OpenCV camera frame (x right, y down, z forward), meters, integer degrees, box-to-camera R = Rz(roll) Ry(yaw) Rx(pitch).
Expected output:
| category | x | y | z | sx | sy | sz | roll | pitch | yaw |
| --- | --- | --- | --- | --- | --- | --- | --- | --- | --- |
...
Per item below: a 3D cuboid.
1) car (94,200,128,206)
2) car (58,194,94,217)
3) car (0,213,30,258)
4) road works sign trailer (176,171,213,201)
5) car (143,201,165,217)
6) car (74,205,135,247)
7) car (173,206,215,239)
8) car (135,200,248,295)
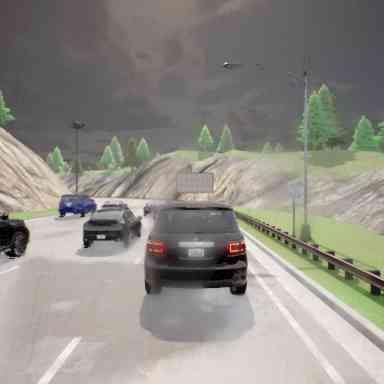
| category | x | y | z | sx | sy | sz | roll | pitch | yaw |
| --- | --- | --- | --- | --- | --- | --- | --- | --- | --- |
| car | -7.049 | 1.493 | 30.535 | 2.128 | 1.511 | 4.902 | 0 | 0 | -2 |
| car | -10.561 | 1.223 | 30.976 | 2.150 | 2.045 | 5.566 | 0 | 0 | -2 |
| car | -6.912 | 1.219 | 9.599 | 2.150 | 2.045 | 5.566 | 0 | 0 | 0 |
| road works sign trailer | 0.186 | 0.464 | 21.583 | 2.380 | 3.560 | 2.880 | 0 | 0 | 0 |
| car | -3.659 | 1.601 | 32.831 | 1.895 | 1.301 | 4.718 | 0 | 0 | -3 |
| car | -3.419 | 1.500 | 14.925 | 1.837 | 1.490 | 4.892 | 0 | -1 | 0 |
| car | 0.092 | 1.559 | 18.087 | 1.994 | 1.385 | 4.181 | 0 | 0 | 0 |
| car | 0.087 | 1.221 | 8.866 | 2.150 | 2.045 | 5.566 | 0 | 0 | 0 |
